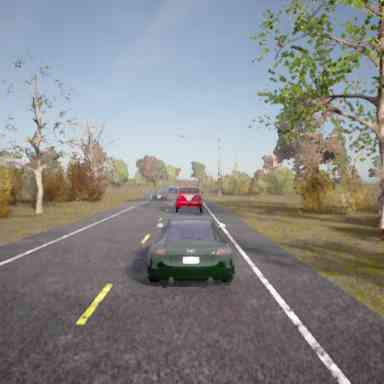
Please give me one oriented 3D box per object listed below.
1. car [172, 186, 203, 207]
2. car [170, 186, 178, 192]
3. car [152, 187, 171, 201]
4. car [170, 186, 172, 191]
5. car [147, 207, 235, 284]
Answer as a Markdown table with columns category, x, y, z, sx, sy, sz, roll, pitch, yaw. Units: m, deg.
| category | x | y | z | sx | sy | sz | roll | pitch | yaw |
| --- | --- | --- | --- | --- | --- | --- | --- | --- | --- |
| car | -0.241 | 0.526 | 27.870 | 2.150 | 2.045 | 5.566 | 0 | 1 | -1 |
| car | -4.617 | -0.758 | 84.999 | 1.994 | 1.385 | 4.181 | 0 | 2 | -1 |
| car | -4.268 | 0.370 | 44.615 | 2.128 | 1.511 | 4.902 | 0 | 2 | -2 |
| car | -4.402 | -0.699 | 77.633 | 1.882 | 1.535 | 5.008 | 0 | 2 | -3 |
| car | -0.025 | 1.339 | 8.952 | 1.994 | 1.385 | 4.181 | 0 | 1 | 0 |
